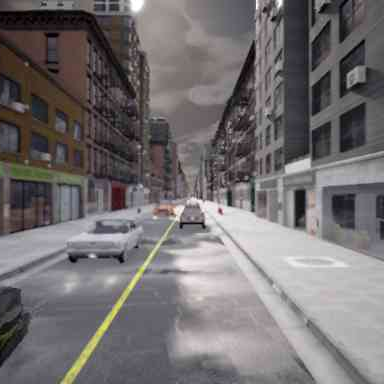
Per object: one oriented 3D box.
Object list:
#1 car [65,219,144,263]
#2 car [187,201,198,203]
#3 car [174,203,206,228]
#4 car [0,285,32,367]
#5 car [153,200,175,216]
[{"bbox_3d":[-3.095,1.718,12.606,1.895,1.301,4.718,0,-1,0],"label":"car"},{"bbox_3d":[0.061,1.886,42.544,2.128,1.511,4.902,0,0,0],"label":"car"},{"bbox_3d":[0.057,1.768,23.992,2.033,1.411,5.357,0,-1,1],"label":"car"},{"bbox_3d":[-3.102,1.570,2.194,2.033,1.411,5.357,0,-1,0],"label":"car"},{"bbox_3d":[-3.040,1.691,36.838,2.097,1.767,4.553,0,0,0],"label":"car"}]
